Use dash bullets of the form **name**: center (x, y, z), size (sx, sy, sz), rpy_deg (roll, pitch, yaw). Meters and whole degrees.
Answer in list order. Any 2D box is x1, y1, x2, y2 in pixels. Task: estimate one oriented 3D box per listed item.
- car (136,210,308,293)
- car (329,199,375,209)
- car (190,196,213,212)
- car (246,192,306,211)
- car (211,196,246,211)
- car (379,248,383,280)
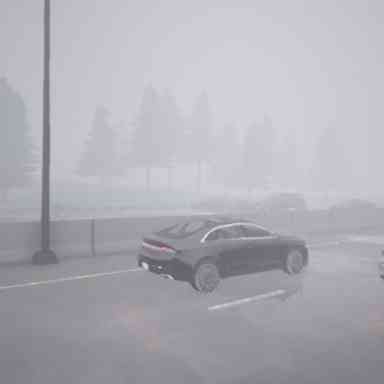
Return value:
- **car**: center (0.990, 1.425, 8.660), size (4.902, 1.511, 2.128), rpy_deg (0, 1, -34)
- **car**: center (14.585, 1.377, 30.280), size (5.008, 1.535, 1.882), rpy_deg (0, 1, -31)
- **car**: center (2.082, 1.204, 34.821), size (5.008, 1.535, 1.882), rpy_deg (0, 1, -33)
- **car**: center (8.011, 1.050, 30.339), size (5.566, 2.045, 2.150), rpy_deg (0, 0, -32)
- **car**: center (4.334, 1.338, 32.102), size (4.181, 1.385, 1.994), rpy_deg (0, 1, -33)
- **car**: center (6.344, 1.522, 8.044), size (4.674, 1.442, 1.812), rpy_deg (0, 1, -34)
